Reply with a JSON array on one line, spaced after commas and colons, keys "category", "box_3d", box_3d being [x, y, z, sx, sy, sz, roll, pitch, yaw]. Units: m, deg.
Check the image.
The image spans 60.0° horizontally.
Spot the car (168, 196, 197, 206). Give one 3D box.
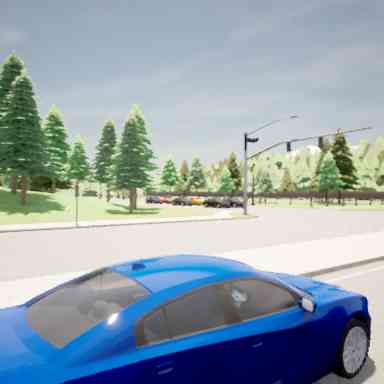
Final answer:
[{"category": "car", "box_3d": [-1.732, 1.683, 57.396, 1.837, 1.490, 4.892, 0, 0, -35]}]

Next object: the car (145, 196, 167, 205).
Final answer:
[{"category": "car", "box_3d": [-7.563, 1.683, 65.814, 1.837, 1.490, 4.892, 0, 0, -35]}]

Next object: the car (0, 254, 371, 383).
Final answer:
[{"category": "car", "box_3d": [0.127, 1.490, 3.839, 5.008, 1.535, 1.882, 0, 0, -36]}]

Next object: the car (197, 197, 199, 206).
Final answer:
[{"category": "car", "box_3d": [0.789, 1.676, 59.911, 1.882, 1.535, 5.008, 0, 0, -35]}]

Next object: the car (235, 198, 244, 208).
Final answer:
[{"category": "car", "box_3d": [6.268, 1.676, 52.060, 1.882, 1.535, 5.008, 0, 0, -35]}]

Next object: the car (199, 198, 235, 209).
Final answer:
[{"category": "car", "box_3d": [3.651, 1.656, 49.693, 1.882, 1.535, 5.008, 0, 0, -35]}]
